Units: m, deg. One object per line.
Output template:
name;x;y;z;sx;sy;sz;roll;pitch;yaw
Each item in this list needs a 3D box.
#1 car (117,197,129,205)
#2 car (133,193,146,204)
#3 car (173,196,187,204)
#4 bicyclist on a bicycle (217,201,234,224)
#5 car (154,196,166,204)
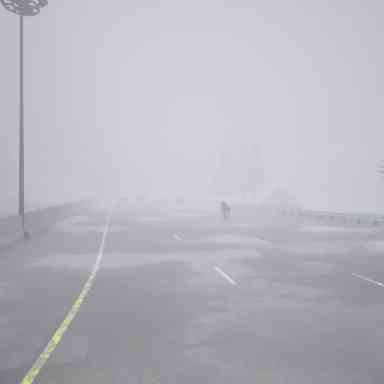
car;-12.282;1.538;58.893;2.033;1.411;5.357;0;0;-15
car;-10.326;1.211;65.863;2.150;2.045;5.566;0;0;-13
car;-2.248;1.538;61.987;2.033;1.411;5.357;0;0;-12
bicyclist on a bicycle;2.338;1.451;23.695;0.582;1.620;1.656;0;-2;-41
car;-5.995;1.538;62.658;2.033;1.411;5.357;0;0;-12
